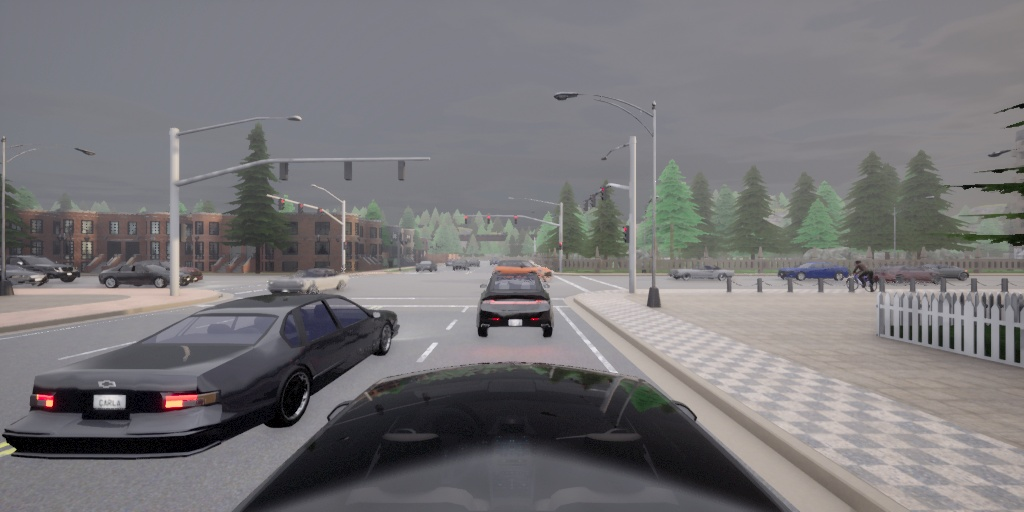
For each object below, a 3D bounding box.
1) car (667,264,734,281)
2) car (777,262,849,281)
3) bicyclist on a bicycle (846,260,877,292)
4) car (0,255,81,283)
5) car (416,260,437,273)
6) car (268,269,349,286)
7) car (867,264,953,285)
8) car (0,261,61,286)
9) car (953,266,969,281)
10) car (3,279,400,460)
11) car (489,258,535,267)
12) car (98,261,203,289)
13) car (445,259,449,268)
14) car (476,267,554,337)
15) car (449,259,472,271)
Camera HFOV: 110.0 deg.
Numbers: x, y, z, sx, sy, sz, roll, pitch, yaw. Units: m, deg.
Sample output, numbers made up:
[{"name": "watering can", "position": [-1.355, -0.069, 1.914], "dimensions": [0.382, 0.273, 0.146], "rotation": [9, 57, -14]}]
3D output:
[{"name": "car", "position": [15.567, 1.351, 29.728], "dimensions": [4.718, 1.301, 1.895], "rotation": [0, 0, 0]}, {"name": "car", "position": [24.859, 1.228, 29.715], "dimensions": [5.008, 1.535, 1.882], "rotation": [0, 0, 0]}, {"name": "bicyclist on a bicycle", "position": [18.252, 1.052, 18.742], "dimensions": [0.582, 1.620, 1.656], "rotation": [0, 0, 0]}, {"name": "car", "position": [-35.167, 0.971, 25.963], "dimensions": [5.566, 2.045, 2.150], "rotation": [0, 0, -6]}, {"name": "car", "position": [-10.577, 1.276, 44.576], "dimensions": [1.812, 1.442, 4.674], "rotation": [0, 0, 0]}, {"name": "car", "position": [-10.598, 1.351, 18.991], "dimensions": [1.895, 1.301, 4.718], "rotation": [0, 0, 0]}, {"name": "car", "position": [28.521, 1.314, 26.018], "dimensions": [4.181, 1.385, 1.994], "rotation": [0, 0, 0]}, {"name": "car", "position": [-32.550, 1.242, 22.636], "dimensions": [4.902, 1.511, 2.128], "rotation": [0, 0, -4]}, {"name": "car", "position": [34.833, 1.314, 29.692], "dimensions": [4.181, 1.385, 1.994], "rotation": [0, 0, 1]}, {"name": "car", "position": [-3.436, 1.297, 5.589], "dimensions": [2.033, 1.411, 5.357], "rotation": [0, 0, 0]}, {"name": "car", "position": [0.793, 1.102, 27.555], "dimensions": [4.553, 1.767, 2.097], "rotation": [0, 0, 30]}, {"name": "car", "position": [-23.185, 1.255, 22.875], "dimensions": [4.892, 1.490, 1.837], "rotation": [0, 0, -3]}, {"name": "car", "position": [-10.523, 1.242, 63.342], "dimensions": [2.128, 1.511, 4.902], "rotation": [0, 0, 1]}, {"name": "car", "position": [0.083, 1.242, 10.257], "dimensions": [2.128, 1.511, 4.902], "rotation": [0, 0, 0]}, {"name": "car", "position": [-7.086, 1.254, 49.994], "dimensions": [1.837, 1.490, 4.892], "rotation": [0, 0, 0]}]
